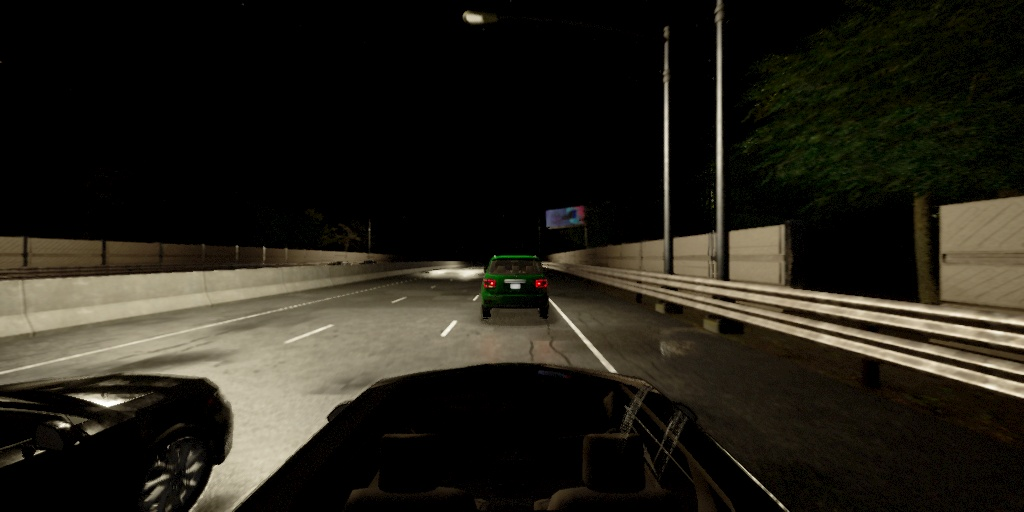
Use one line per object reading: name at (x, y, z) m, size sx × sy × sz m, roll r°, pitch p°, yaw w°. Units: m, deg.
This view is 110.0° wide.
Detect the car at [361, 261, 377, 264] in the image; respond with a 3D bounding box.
car at (-21.057, 1.479, 52.514) m, size 1.882 × 1.535 × 5.008 m, roll 0°, pitch -1°, yaw 0°

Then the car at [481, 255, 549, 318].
car at (0.102, 0.999, 13.281) m, size 2.150 × 2.045 × 5.566 m, roll 0°, pitch 0°, yaw 0°

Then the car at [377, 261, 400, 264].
car at (-17.560, 1.506, 52.534) m, size 1.837 × 1.490 × 4.892 m, roll 0°, pitch -1°, yaw 0°

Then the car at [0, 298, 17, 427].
car at (-6.900, 1.256, 1.887) m, size 1.837 × 1.490 × 4.892 m, roll 0°, pitch 0°, yaw 0°

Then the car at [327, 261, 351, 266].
car at (-24.560, 1.477, 50.868) m, size 2.128 × 1.511 × 4.902 m, roll 0°, pitch -1°, yaw 0°

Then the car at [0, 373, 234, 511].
car at (-3.400, 1.255, 1.200) m, size 1.837 × 1.490 × 4.892 m, roll 0°, pitch 0°, yaw 0°
